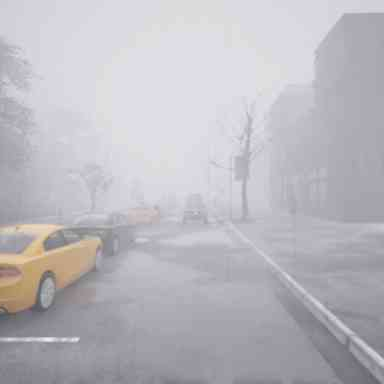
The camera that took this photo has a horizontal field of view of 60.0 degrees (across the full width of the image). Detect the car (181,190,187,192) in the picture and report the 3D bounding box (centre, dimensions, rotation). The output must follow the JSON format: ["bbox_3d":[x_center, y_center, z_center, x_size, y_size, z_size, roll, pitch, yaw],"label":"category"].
[{"bbox_3d":[-3.059,1.005,93.915,2.185,1.767,4.553,2,2,3],"label":"car"}]

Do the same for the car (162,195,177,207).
[{"bbox_3d":[-3.404,1.488,41.064,2.097,1.535,5.008,0,0,3],"label":"car"}]

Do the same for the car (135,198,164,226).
[{"bbox_3d":[-3.503,1.492,23.586,1.946,1.575,5.366,0,0,3],"label":"car"}]

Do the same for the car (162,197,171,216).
[{"bbox_3d":[-3.472,1.508,29.967,2.097,1.535,5.008,0,0,3],"label":"car"}]

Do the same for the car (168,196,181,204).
[{"bbox_3d":[-3.280,1.499,63.275,2.163,1.488,4.792,-1,1,3],"label":"car"}]

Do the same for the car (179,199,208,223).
[{"bbox_3d":[0.252,1.540,25.530,2.033,1.411,5.357,0,0,0],"label":"car"}]

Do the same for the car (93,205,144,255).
[{"bbox_3d":[-3.573,1.495,13.333,2.097,1.535,5.008,0,0,3],"label":"car"}]

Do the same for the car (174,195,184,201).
[{"bbox_3d":[-3.163,1.418,80.659,2.002,1.452,4.674,0,0,3],"label":"car"}]

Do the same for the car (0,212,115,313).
[{"bbox_3d":[-3.607,1.484,7.785,2.097,1.535,5.008,0,0,3],"label":"car"}]

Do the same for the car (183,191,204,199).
[{"bbox_3d":[0.359,1.210,43.006,2.150,2.045,5.566,0,0,0],"label":"car"}]

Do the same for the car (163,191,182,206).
[{"bbox_3d":[-3.349,1.209,50.017,2.435,2.045,5.566,0,0,3],"label":"car"}]

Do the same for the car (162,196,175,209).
[{"bbox_3d":[-3.438,1.509,35.523,2.231,1.521,4.892,0,0,3],"label":"car"}]
